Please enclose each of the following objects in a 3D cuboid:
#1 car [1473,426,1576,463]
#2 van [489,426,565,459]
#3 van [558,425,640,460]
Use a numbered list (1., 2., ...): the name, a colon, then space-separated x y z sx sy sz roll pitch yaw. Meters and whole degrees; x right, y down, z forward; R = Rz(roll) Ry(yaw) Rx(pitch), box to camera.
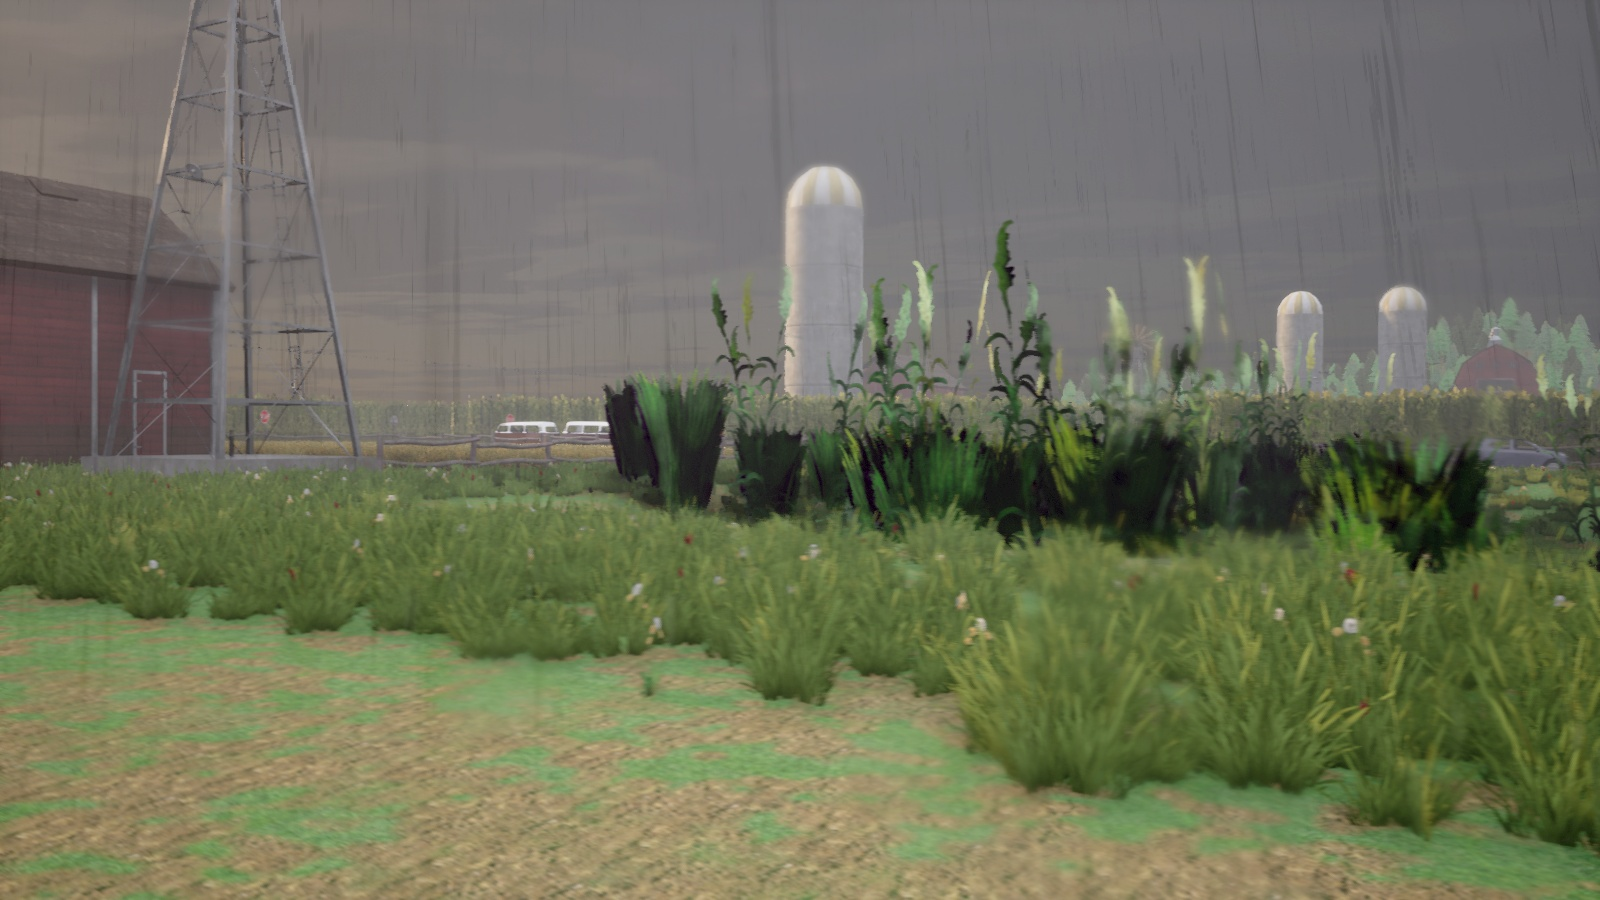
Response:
1. car: 30.064 -0.241 52.247 3.633 1.501 1.845 0 1 28
2. van: -17.614 -0.491 81.022 4.480 2.038 2.069 0 1 28
3. van: -11.938 -0.454 74.505 4.480 2.038 2.069 0 1 28
